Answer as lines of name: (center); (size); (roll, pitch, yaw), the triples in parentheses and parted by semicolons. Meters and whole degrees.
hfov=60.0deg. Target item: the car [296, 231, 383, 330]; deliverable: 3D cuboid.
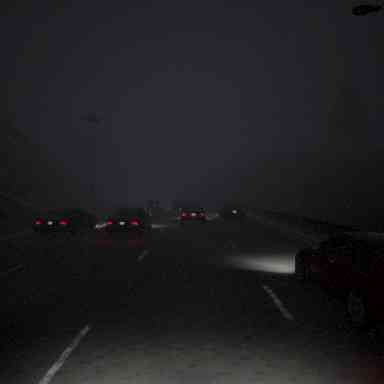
car: (3.601, 1.532, 6.773); (1.812, 1.442, 4.674); (0, 0, 0)

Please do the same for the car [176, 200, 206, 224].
car: (0.033, 1.572, 25.016); (2.033, 1.411, 5.357); (0, 0, -1)

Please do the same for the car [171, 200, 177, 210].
car: (-1.602, 1.644, 43.625); (1.895, 1.301, 4.718); (0, 0, -9)

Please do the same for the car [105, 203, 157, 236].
car: (-3.402, 1.566, 18.632); (2.033, 1.411, 5.357); (0, 0, 0)

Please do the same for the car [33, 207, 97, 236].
car: (-6.902, 1.566, 18.672); (2.033, 1.411, 5.357); (0, 0, 0)

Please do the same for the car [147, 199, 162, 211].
car: (-4.789, 1.589, 41.517); (2.033, 1.411, 5.357); (0, 0, -8)

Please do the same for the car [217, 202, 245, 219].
car: (3.369, 1.593, 29.153); (1.994, 1.385, 4.181); (0, 0, -3)
